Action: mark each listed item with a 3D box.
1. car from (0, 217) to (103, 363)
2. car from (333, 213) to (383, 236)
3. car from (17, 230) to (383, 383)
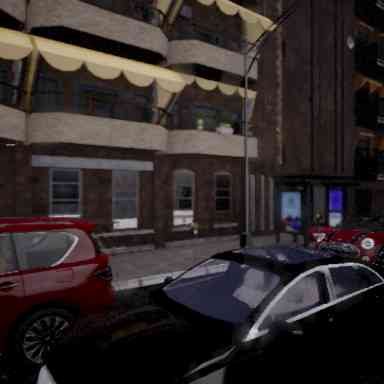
[{"bbox_3d":[-3.430,1.316,4.114,5.009,1.841,2.192,0,0,-36],"label":"car"},{"bbox_3d":[5.763,1.422,10.681,4.097,1.590,1.967,0,0,-36],"label":"car"},{"bbox_3d":[0.838,1.487,3.979,4.902,1.511,2.128,0,0,-36],"label":"car"}]
